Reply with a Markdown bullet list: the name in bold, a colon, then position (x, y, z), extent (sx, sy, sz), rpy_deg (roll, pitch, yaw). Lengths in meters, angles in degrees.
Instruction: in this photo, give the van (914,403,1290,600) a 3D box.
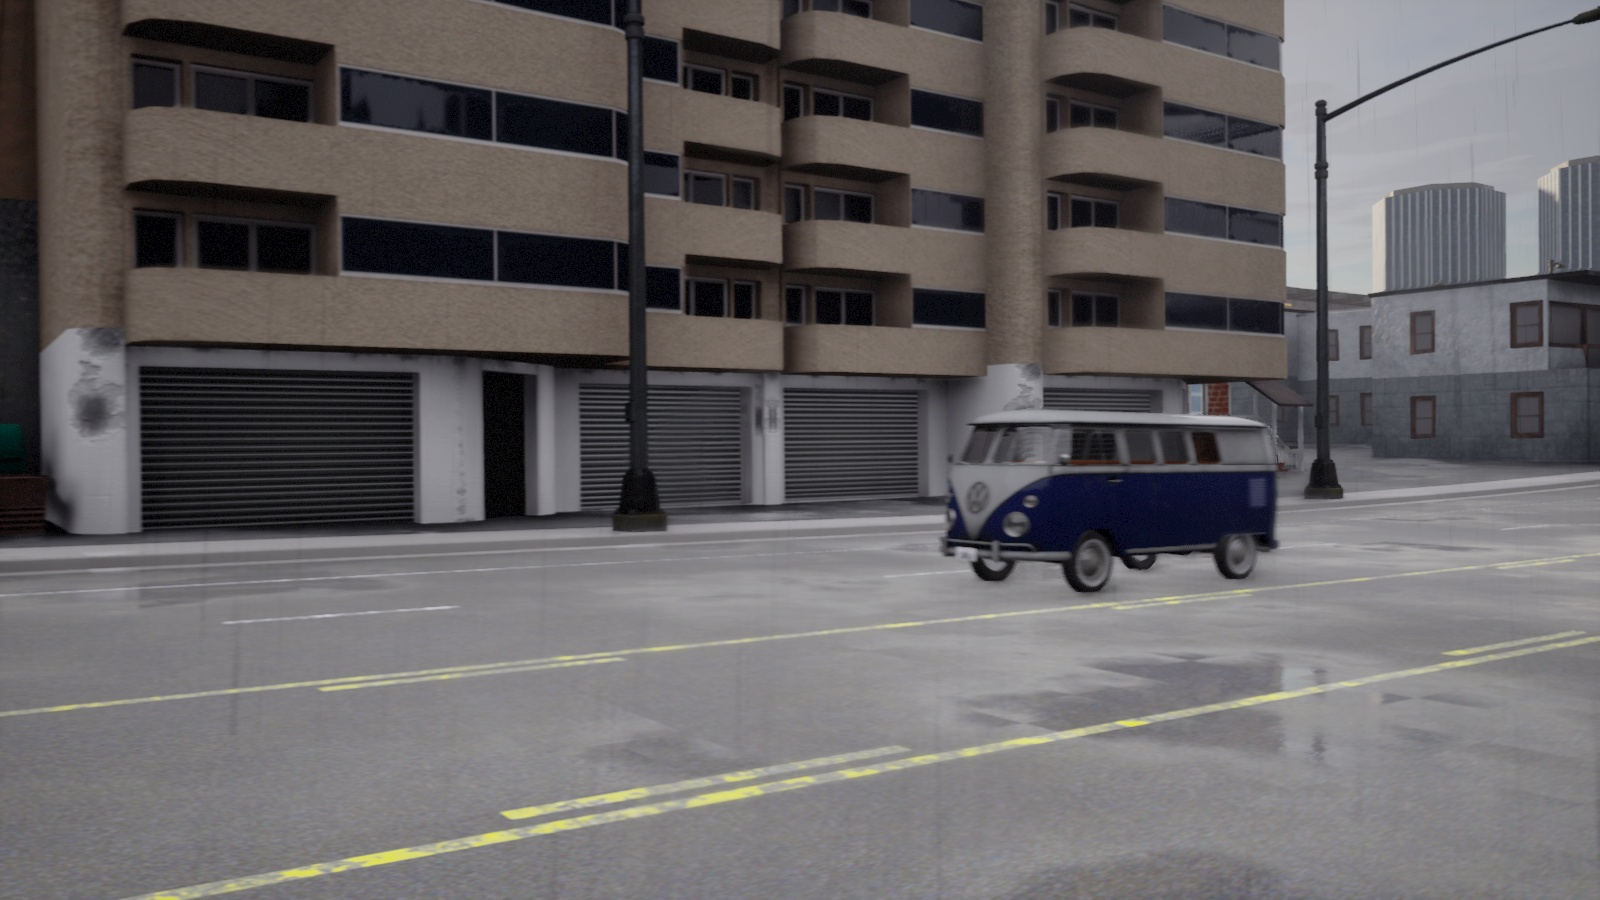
- **van**: position (3.617, 0.525, 14.706), extent (4.442, 1.987, 1.775), rpy_deg (0, 0, -35)
